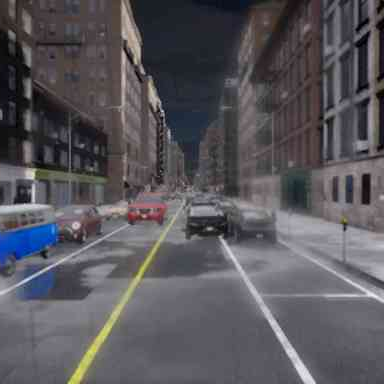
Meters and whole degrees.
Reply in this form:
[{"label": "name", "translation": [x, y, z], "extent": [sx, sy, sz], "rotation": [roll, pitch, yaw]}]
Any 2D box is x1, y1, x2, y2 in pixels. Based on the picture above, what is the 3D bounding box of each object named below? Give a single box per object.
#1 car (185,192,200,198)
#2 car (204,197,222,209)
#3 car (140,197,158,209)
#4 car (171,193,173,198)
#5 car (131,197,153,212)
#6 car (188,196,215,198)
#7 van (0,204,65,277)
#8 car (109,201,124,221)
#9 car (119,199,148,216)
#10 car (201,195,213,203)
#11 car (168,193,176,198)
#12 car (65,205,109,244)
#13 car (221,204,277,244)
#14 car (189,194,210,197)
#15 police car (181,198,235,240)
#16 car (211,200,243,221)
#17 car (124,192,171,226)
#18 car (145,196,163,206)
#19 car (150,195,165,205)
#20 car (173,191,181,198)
[{"label": "car", "translation": [-0.021, 1.191, 52.506], "extent": [1.837, 1.490, 4.892], "rotation": [0, 0, 0]}, {"label": "car", "translation": [2.621, 1.317, 42.168], "extent": [1.947, 1.339, 4.313], "rotation": [0, 0, 0]}, {"label": "car", "translation": [-5.405, 1.334, 42.174], "extent": [1.802, 1.307, 4.206], "rotation": [0, 0, 0]}, {"label": "car", "translation": [-5.413, 0.927, 63.823], "extent": [2.192, 1.841, 5.009], "rotation": [0, 0, 0]}, {"label": "car", "translation": [-5.402, 1.310, 36.591], "extent": [1.752, 1.417, 4.829], "rotation": [0, 0, 0]}, {"label": "car", "translation": [0.705, 1.349, 26.634], "extent": [1.837, 1.490, 4.892], "rotation": [0, 0, 0]}, {"label": "van", "translation": [-5.392, 1.284, 9.697], "extent": [1.690, 1.788, 3.998], "rotation": [0, 0, 0]}, {"label": "car", "translation": [-5.398, 1.374, 25.766], "extent": [1.752, 1.417, 4.829], "rotation": [0, 0, 0]}, {"label": "car", "translation": [-5.400, 1.382, 31.349], "extent": [1.947, 1.339, 4.313], "rotation": [0, 0, 0]}, {"label": "car", "translation": [2.614, 1.229, 58.407], "extent": [1.802, 1.307, 4.206], "rotation": [0, 0, 0]}, {"label": "car", "translation": [-5.424, 0.990, 90.287], "extent": [2.008, 1.369, 4.403], "rotation": [0, 0, 0]}, {"label": "car", "translation": [-5.394, 1.352, 15.111], "extent": [1.967, 1.590, 4.097], "rotation": [0, 0, 0]}, {"label": "car", "translation": [2.631, 1.462, 15.105], "extent": [2.008, 1.369, 4.403], "rotation": [0, 0, 0]}, {"label": "car", "translation": [0.812, 1.287, 32.632], "extent": [1.882, 1.535, 5.008], "rotation": [0, 0, 0]}, {"label": "police car", "translation": [0.516, 1.327, 16.665], "extent": [1.930, 1.638, 5.238], "rotation": [0, 0, -5]}, {"label": "car", "translation": [2.627, 1.398, 25.930], "extent": [2.008, 1.369, 4.403], "rotation": [0, 0, 0]}, {"label": "car", "translation": [-2.859, 1.087, 22.757], "extent": [2.150, 2.045, 5.566], "rotation": [0, 0, 0]}, {"label": "car", "translation": [-5.406, 1.269, 47.587], "extent": [2.008, 1.369, 4.403], "rotation": [0, 0, 0]}, {"label": "car", "translation": [-5.409, 1.234, 53.000], "extent": [2.008, 1.369, 4.403], "rotation": [0, 0, 0]}, {"label": "car", "translation": [-2.776, 0.867, 64.224], "extent": [2.033, 1.411, 5.357], "rotation": [0, 0, 0]}]
